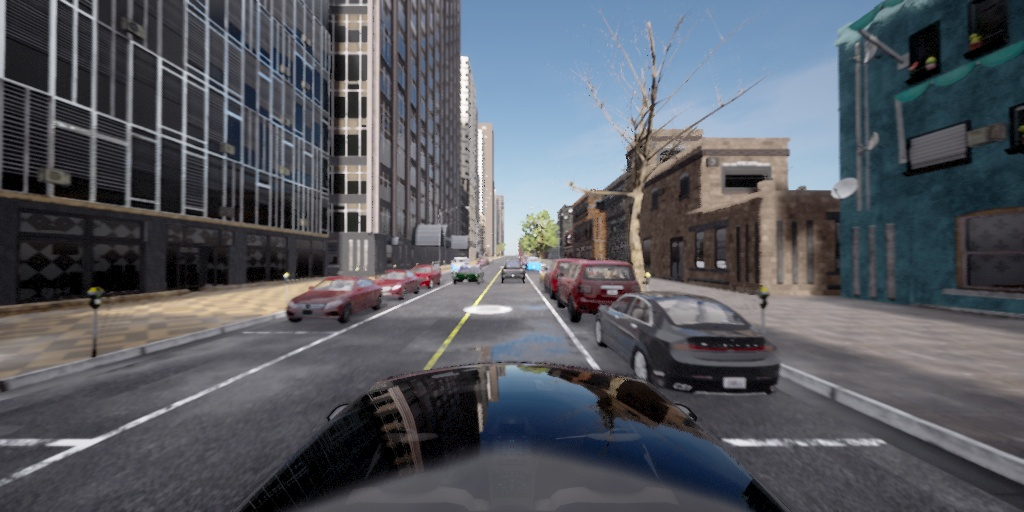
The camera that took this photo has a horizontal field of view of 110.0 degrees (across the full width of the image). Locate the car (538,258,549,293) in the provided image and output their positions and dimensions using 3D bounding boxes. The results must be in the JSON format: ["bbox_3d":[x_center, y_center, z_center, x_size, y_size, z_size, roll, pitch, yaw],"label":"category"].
[{"bbox_3d":[2.687,1.059,17.620,2.192,1.841,5.009,0,0,0],"label":"car"}]

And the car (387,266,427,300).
[{"bbox_3d":[-5.694,1.327,17.617,1.802,1.307,4.207,0,0,0],"label":"car"}]

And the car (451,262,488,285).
[{"bbox_3d":[-3.060,1.339,25.823,1.895,1.301,4.718,0,0,0],"label":"car"}]

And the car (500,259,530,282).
[{"bbox_3d":[0.085,1.227,28.280,2.128,1.511,4.902,0,0,0],"label":"car"}]

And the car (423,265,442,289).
[{"bbox_3d":[-5.696,1.286,23.163,1.888,1.381,4.507,0,0,0],"label":"car"}]

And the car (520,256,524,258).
[{"bbox_3d":[2.675,1.134,56.446,1.967,1.591,4.097,0,0,0],"label":"car"}]

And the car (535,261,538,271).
[{"bbox_3d":[2.685,1.265,23.337,1.751,1.417,4.829,0,0,0],"label":"car"}]

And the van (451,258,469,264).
[{"bbox_3d":[-5.701,1.062,39.804,1.690,1.789,3.998,0,0,0],"label":"van"}]

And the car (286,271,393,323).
[{"bbox_3d":[-5.693,1.330,12.068,1.802,1.307,4.207,0,0,0],"label":"car"}]

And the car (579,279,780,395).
[{"bbox_3d":[2.690,1.300,6.525,2.007,1.370,4.403,0,0,0],"label":"car"}]

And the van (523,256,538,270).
[{"bbox_3d":[2.678,1.053,45.353,1.690,1.789,3.998,0,0,0],"label":"van"}]

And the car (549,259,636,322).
[{"bbox_3d":[2.688,1.062,12.071,2.192,1.841,5.009,0,0,0],"label":"car"}]
